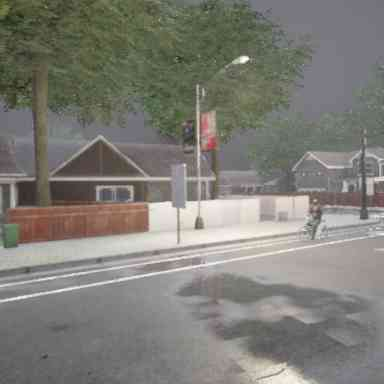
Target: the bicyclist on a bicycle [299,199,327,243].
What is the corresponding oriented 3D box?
[{"bbox_3d":[4.949,1.169,13.599,1.843,1.776,0.659,-1,1,-34],"label":"bicyclist on a bicycle"}]
